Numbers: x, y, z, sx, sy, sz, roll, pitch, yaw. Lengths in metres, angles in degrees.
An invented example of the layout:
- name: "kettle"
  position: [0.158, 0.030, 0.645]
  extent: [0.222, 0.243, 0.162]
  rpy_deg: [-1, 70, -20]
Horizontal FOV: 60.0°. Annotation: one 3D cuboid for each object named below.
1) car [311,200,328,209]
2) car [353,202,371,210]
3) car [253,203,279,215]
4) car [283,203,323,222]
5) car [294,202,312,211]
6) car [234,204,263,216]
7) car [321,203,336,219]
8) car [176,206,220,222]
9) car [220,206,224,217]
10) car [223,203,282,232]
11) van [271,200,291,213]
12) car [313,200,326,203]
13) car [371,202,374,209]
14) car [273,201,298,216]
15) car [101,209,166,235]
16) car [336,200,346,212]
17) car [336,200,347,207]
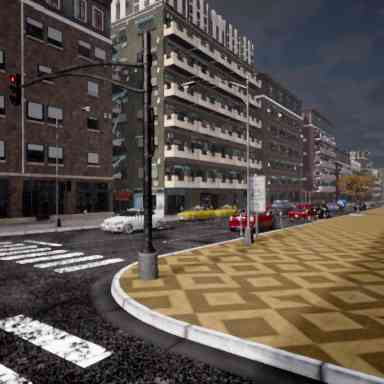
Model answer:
- name: "car"
  position: [26.372, 2.496, 68.665]
  extent: [2.192, 1.841, 5.009]
  rpy_deg: [-2, -2, 35]
- name: "car"
  position: [29.967, 2.580, 59.273]
  extent: [1.947, 1.339, 4.313]
  rpy_deg: [-2, -2, 35]
- name: "car"
  position: [10.221, 2.283, 45.486]
  extent: [1.887, 1.381, 4.507]
  rpy_deg: [-2, -2, 35]
- name: "car"
  position: [10.583, 2.029, 31.467]
  extent: [1.887, 1.381, 4.507]
  rpy_deg: [-2, -2, 35]
- name: "car"
  position: [19.913, 2.548, 59.390]
  extent: [1.887, 1.381, 4.507]
  rpy_deg: [-2, -2, 35]
- name: "car"
  position: [6.991, 2.216, 40.851]
  extent: [1.947, 1.339, 4.313]
  rpy_deg: [-2, -2, 35]
- name: "car"
  position: [13.814, 2.138, 36.101]
  extent: [1.947, 1.339, 4.313]
  rpy_deg: [-2, -2, 35]
- name: "car"
  position: [0.433, 1.996, 31.444]
  extent: [1.752, 1.417, 4.829]
  rpy_deg: [-2, -2, 35]
- name: "car"
  position: [3.663, 2.085, 36.077]
  extent: [1.752, 1.417, 4.829]
  rpy_deg: [-2, -2, 35]
- name: "car"
  position: [4.121, 1.748, 22.201]
  extent: [1.967, 1.590, 4.097]
  rpy_deg: [-2, -2, 35]
- name: "van"
  position: [13.450, 2.168, 50.126]
  extent: [1.690, 1.788, 3.998]
  rpy_deg: [-2, -2, 35]
- name: "car"
  position: [17.650, 2.263, 46.058]
  extent: [1.837, 1.490, 4.892]
  rpy_deg: [-1, -1, 35]
- name: "car"
  position: [36.428, 2.742, 68.542]
  extent: [2.008, 1.369, 4.403]
  rpy_deg: [-2, -2, 35]
- name: "car"
  position: [11.447, 2.237, 42.691]
  extent: [2.033, 1.411, 5.357]
  rpy_deg: [-1, -1, 35]
- name: "car"
  position: [-3.579, 1.805, 21.196]
  extent: [1.812, 1.442, 4.674]
  rpy_deg: [-1, -1, 35]
- name: "car"
  position: [23.454, 2.465, 54.398]
  extent: [2.033, 1.411, 5.357]
  rpy_deg: [-1, -1, 36]
- name: "car"
  position: [39.198, 2.877, 87.141]
  extent: [1.690, 1.788, 3.998]
  rpy_deg: [-2, -2, 35]
